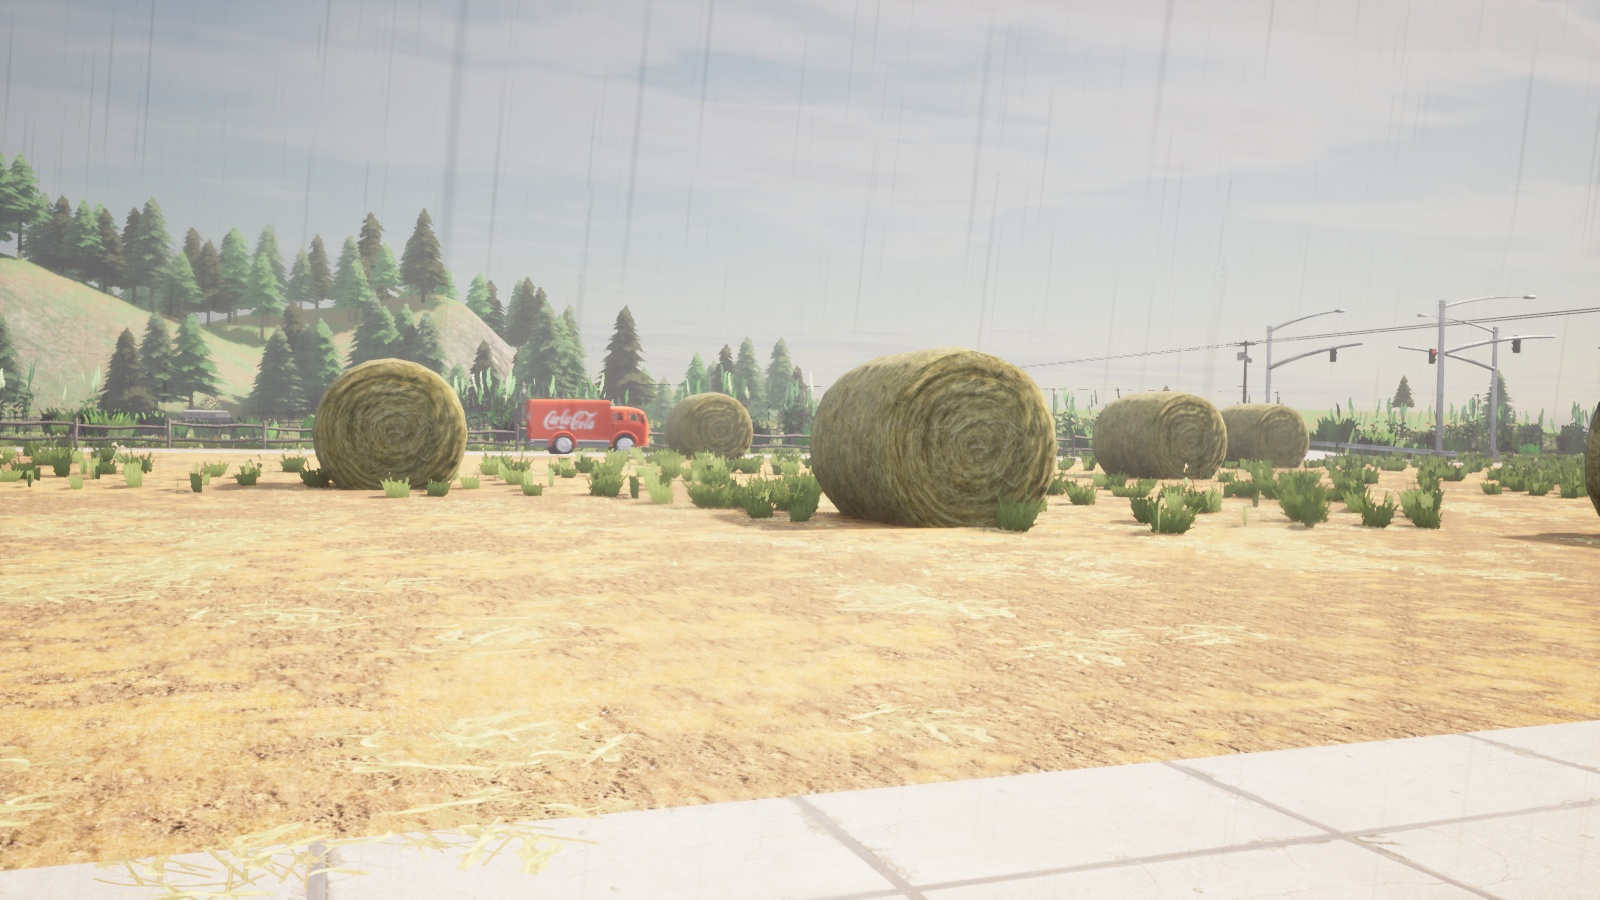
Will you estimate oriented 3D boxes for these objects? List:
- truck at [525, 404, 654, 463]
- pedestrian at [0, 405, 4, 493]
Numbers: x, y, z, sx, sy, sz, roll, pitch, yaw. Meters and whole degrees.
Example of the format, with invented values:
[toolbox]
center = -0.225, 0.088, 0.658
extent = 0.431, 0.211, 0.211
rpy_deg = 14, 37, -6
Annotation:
[truck]
center = -9.206, -0.749, 54.756
extent = 5.204, 2.467, 2.627
rpy_deg = -1, 1, -17
[pedestrian]
center = -18.372, -0.019, 27.946
extent = 0.659, 1.952, 0.873
rpy_deg = 0, 1, 30
